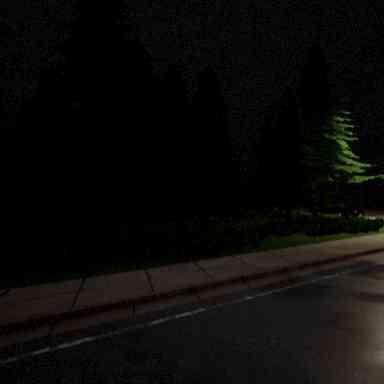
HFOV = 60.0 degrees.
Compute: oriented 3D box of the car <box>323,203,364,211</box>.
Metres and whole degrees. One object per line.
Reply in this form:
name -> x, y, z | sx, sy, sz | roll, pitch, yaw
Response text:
car -> 14.705, 1.805, 34.150 | 2.033, 1.411, 5.357 | 0, 0, -36
